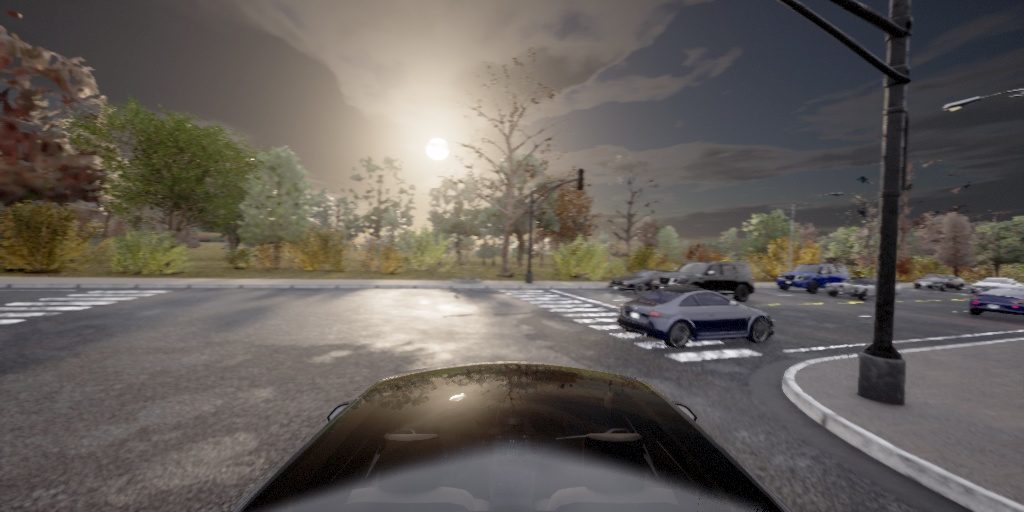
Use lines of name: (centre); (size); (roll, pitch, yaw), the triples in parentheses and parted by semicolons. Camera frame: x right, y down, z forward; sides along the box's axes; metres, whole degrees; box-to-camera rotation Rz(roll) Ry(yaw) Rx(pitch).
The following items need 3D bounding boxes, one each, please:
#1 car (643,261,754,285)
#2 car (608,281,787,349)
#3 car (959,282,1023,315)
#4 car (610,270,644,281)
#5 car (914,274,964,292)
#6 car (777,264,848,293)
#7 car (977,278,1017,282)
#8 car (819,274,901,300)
car: (9.996, 1.283, 18.686); (5.566, 2.045, 2.150); (2, 1, -21)
car: (5.060, 1.571, 9.947); (4.181, 1.385, 1.994); (2, 1, -19)
car: (23.086, 2.098, 16.369); (4.674, 1.442, 1.812); (2, 1, -20)
car: (8.487, 1.513, 21.583); (5.357, 1.411, 2.033); (2, 1, -20)
car: (39.091, 2.409, 32.819); (4.902, 1.511, 2.128); (2, 1, -21)
car: (22.393, 1.619, 26.593); (5.566, 2.045, 2.150); (2, 1, -20)
car: (40.537, 2.537, 29.894); (4.674, 1.442, 1.812); (2, 1, -21)
car: (22.728, 2.059, 23.265); (4.718, 1.301, 1.895); (2, 1, -20)
